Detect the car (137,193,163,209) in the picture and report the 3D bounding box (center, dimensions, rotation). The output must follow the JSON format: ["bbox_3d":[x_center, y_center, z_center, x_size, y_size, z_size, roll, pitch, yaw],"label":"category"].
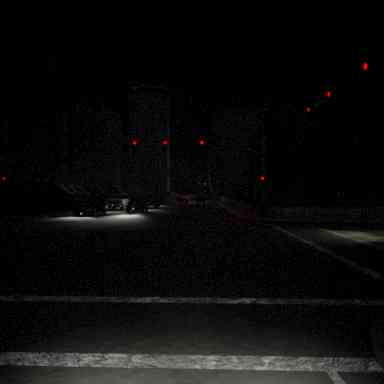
[{"bbox_3d":[-5.853,1.221,46.752,2.150,2.045,5.566,0,0,1],"label":"car"}]

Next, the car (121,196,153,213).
[{"bbox_3d":[-6.086,1.491,37.181,2.128,1.511,4.902,0,0,1],"label":"car"}]

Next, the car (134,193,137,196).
[{"bbox_3d":[-9.195,1.221,53.026,2.150,2.045,5.566,0,0,1],"label":"car"}]

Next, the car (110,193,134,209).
[{"bbox_3d":[-9.454,1.221,42.662,2.150,2.045,5.566,0,0,1],"label":"car"}]

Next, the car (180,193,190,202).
[{"bbox_3d":[-1.584,1.182,74.582,2.097,1.767,4.553,0,0,1],"label":"car"}]

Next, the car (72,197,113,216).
[{"bbox_3d":[-9.769,1.547,32.482,2.033,1.411,5.357,0,0,4],"label":"car"}]

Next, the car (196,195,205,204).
[{"bbox_3d":[1.694,1.505,65.310,1.837,1.490,4.892,0,0,1],"label":"car"}]

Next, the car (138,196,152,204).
[{"bbox_3d":[-8.908,1.526,63.384,1.812,1.442,4.674,0,0,2],"label":"car"}]

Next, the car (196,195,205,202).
[{"bbox_3d":[1.915,1.352,74.527,2.128,1.511,4.902,0,0,1],"label":"car"}]

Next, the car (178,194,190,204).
[{"bbox_3d":[-1.790,1.564,66.021,1.994,1.385,4.181,0,0,1],"label":"car"}]

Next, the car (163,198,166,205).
[{"bbox_3d":[-5.590,1.547,57.108,2.033,1.411,5.357,0,0,2],"label":"car"}]
